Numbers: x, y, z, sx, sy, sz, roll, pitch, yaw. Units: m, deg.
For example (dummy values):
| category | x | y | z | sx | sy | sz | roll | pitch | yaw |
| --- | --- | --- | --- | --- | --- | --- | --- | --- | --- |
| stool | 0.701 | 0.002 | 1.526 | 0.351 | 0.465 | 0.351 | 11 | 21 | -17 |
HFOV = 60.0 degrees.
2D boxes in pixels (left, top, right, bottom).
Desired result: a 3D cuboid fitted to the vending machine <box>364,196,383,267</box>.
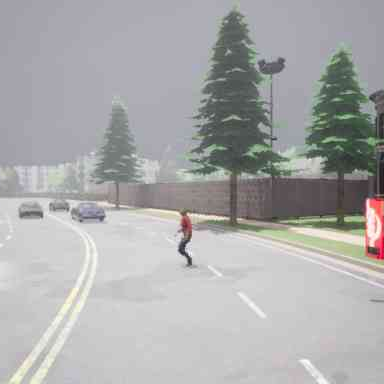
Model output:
| category | x | y | z | sx | sy | sz | roll | pitch | yaw |
| --- | --- | --- | --- | --- | --- | --- | --- | --- | --- |
| vending machine | 6.202 | 1.195 | 10.479 | 1.100 | 2.100 | 0.880 | 0 | 0 | -12 |

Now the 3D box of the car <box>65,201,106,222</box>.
| category | x | y | z | sx | sy | sz | roll | pitch | yaw |
| --- | --- | --- | --- | --- | --- | --- | --- | --- | --- |
| car | -8.255 | 1.547 | 26.162 | 2.033 | 1.411 | 5.357 | 0 | 0 | -29 |

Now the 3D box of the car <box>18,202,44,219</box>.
| category | x | y | z | sx | sy | sz | roll | pitch | yaw |
| --- | --- | --- | --- | --- | --- | --- | --- | --- | --- |
| car | -14.274 | 1.547 | 29.334 | 2.033 | 1.411 | 5.357 | 0 | 0 | -30 |

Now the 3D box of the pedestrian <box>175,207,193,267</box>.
| category | x | y | z | sx | sy | sz | roll | pitch | yaw |
| --- | --- | --- | --- | --- | --- | --- | --- | --- | --- |
| pedestrian | -0.200 | 1.294 | 9.898 | 0.375 | 1.860 | 0.375 | 0 | 0 | -13 |

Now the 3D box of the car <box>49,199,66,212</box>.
| category | x | y | z | sx | sy | sz | roll | pitch | yaw |
| --- | --- | --- | --- | --- | --- | --- | --- | --- | --- |
| car | -15.791 | 1.547 | 39.509 | 2.033 | 1.411 | 5.357 | 0 | 0 | -30 |
